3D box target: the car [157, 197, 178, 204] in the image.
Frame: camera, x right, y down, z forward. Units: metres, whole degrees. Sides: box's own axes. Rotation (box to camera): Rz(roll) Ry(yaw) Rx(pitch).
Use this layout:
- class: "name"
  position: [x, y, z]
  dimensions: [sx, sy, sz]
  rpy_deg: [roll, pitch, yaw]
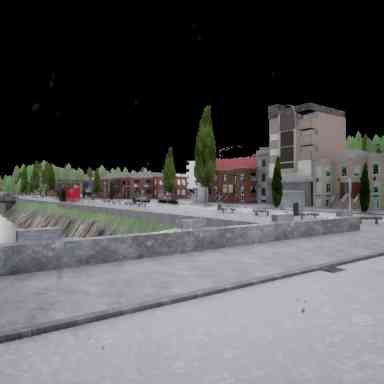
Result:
- class: "car"
  position: [-4.555, 1.601, 60.747]
  dimensions: [1.895, 1.301, 4.718]
  rpy_deg: [0, 0, -35]

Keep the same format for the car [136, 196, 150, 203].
- class: "car"
  position: [-10.357, 1.561, 68.882]
  dimensions: [1.994, 1.385, 4.181]
  rpy_deg: [0, 0, -35]
